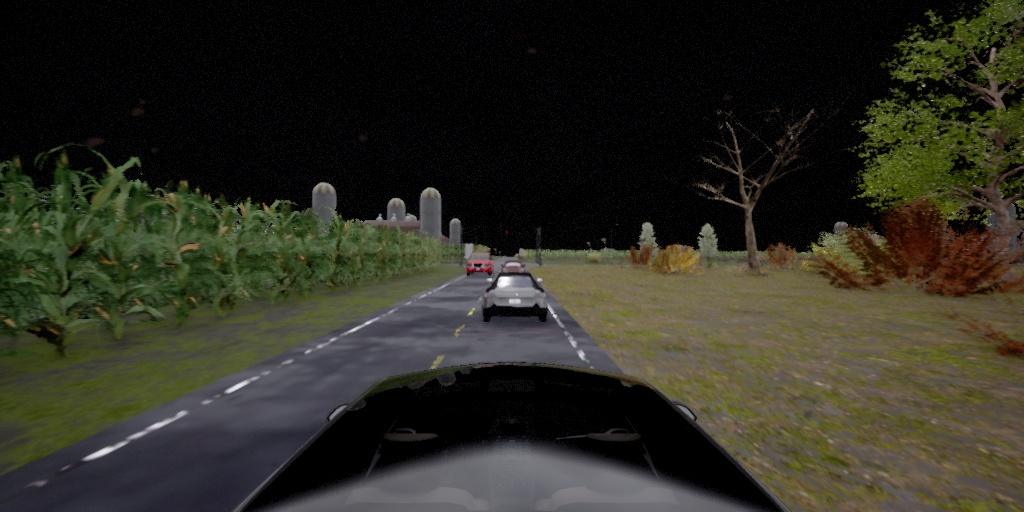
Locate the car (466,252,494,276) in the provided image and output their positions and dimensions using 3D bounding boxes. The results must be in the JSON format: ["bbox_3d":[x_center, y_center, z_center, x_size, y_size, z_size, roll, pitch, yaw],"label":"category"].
[{"bbox_3d":[-2.826,0.699,32.543,2.150,2.045,5.566,0,1,0],"label":"car"}]

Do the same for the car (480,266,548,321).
[{"bbox_3d":[0.088,1.220,12.059,1.994,1.385,4.181,0,1,0],"label":"car"}]

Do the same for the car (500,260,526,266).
[{"bbox_3d":[0.094,1.049,27.344,1.812,1.442,4.674,0,0,0],"label":"car"}]
